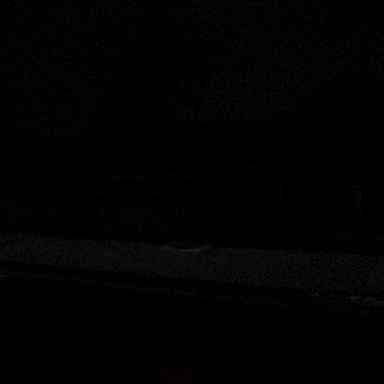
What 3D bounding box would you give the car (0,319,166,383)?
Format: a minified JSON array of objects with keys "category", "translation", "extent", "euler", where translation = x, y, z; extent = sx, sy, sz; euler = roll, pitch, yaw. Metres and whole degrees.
[{"category":"car","translation":[-2.592,1.530,1.417],"extent":[5.357,1.411,2.033],"euler":[0,0,-35]}]
